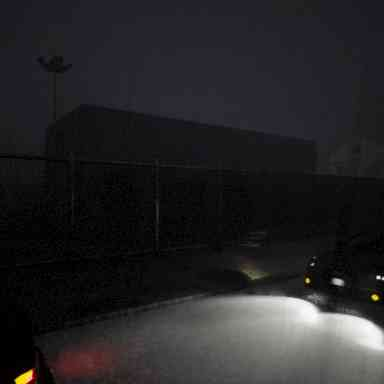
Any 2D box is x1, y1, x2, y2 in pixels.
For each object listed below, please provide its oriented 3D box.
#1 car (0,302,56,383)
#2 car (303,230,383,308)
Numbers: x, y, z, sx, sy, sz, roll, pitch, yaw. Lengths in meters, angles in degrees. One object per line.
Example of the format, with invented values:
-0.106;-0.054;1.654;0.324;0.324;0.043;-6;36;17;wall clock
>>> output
-3.741;1.529;1.938;5.357;1.411;2.033;1;0;-35;car
4.542;1.639;7.839;4.181;1.385;1.994;1;0;-36;car
